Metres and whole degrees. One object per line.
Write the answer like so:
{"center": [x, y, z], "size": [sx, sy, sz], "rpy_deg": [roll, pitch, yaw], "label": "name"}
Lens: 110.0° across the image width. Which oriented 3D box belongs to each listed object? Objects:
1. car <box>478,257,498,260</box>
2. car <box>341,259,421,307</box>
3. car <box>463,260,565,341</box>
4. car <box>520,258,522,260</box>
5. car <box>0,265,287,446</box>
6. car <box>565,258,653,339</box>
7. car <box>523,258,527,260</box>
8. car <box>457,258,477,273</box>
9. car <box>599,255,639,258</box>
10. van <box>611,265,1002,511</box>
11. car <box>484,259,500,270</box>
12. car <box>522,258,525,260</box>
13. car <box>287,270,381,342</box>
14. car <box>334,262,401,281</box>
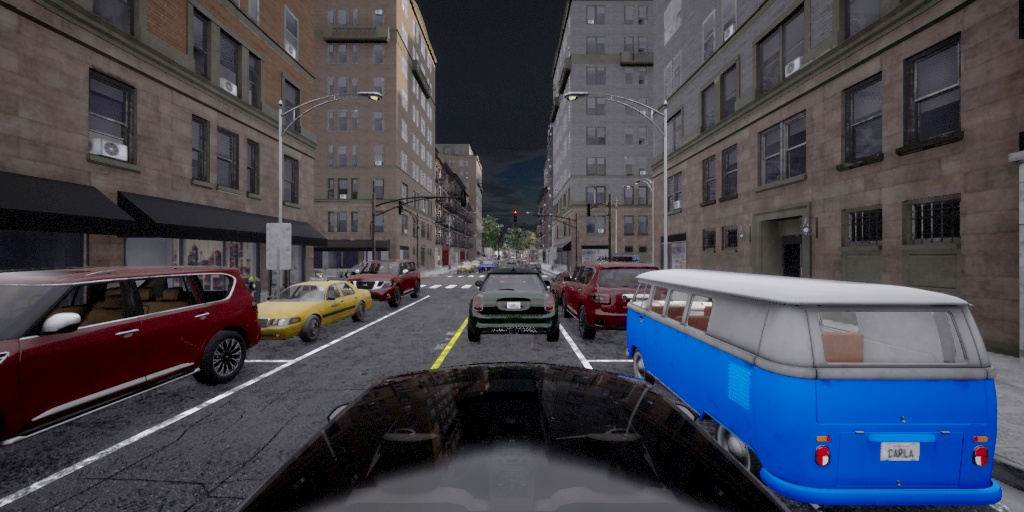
{"center": [-2.898, 1.227, 42.887], "size": [1.882, 1.535, 5.008], "rpy_deg": [0, 0, 0], "label": "car"}
{"center": [-5.418, 1.064, 15.633], "size": [2.192, 1.841, 5.009], "rpy_deg": [0, 0, 0], "label": "car"}
{"center": [0.023, 1.102, 10.001], "size": [2.097, 1.767, 4.553], "rpy_deg": [0, 0, 0], "label": "car"}
{"center": [2.569, 1.301, 53.615], "size": [2.007, 1.370, 4.403], "rpy_deg": [0, 0, 0], "label": "car"}
{"center": [-5.401, 1.065, 4.277], "size": [2.192, 1.841, 5.009], "rpy_deg": [0, 0, 0], "label": "car"}
{"center": [2.627, 1.065, 9.964], "size": [2.192, 1.841, 5.009], "rpy_deg": [0, 0, 0], "label": "car"}
{"center": [2.584, 1.300, 42.652], "size": [2.007, 1.370, 4.403], "rpy_deg": [0, 0, 0], "label": "car"}
{"center": [-5.469, 1.275, 42.471], "size": [1.751, 1.417, 4.829], "rpy_deg": [0, 0, 0], "label": "car"}
{"center": [8.341, 0.928, 30.801], "size": [5.566, 2.045, 2.150], "rpy_deg": [0, 0, 0], "label": "car"}
{"center": [2.635, 1.091, 4.285], "size": [1.690, 1.789, 3.998], "rpy_deg": [0, 0, 0], "label": "van"}
{"center": [-2.909, 1.242, 52.854], "size": [2.128, 1.511, 4.902], "rpy_deg": [0, 0, 0], "label": "car"}
{"center": [2.576, 1.295, 48.133], "size": [1.888, 1.381, 4.507], "rpy_deg": [0, 0, 0], "label": "car"}
{"center": [-5.410, 1.275, 9.784], "size": [1.751, 1.417, 4.829], "rpy_deg": [0, 0, 0], "label": "car"}
{"center": [-12.307, 1.292, 30.742], "size": [4.902, 1.511, 2.128], "rpy_deg": [0, 0, 0], "label": "car"}
